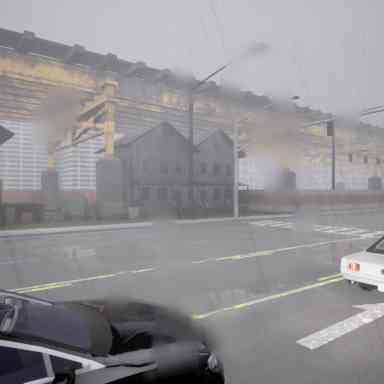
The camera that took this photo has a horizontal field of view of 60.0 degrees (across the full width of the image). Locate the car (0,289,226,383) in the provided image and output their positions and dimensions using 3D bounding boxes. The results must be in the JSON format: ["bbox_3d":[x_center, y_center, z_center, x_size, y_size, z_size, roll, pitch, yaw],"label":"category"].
[{"bbox_3d":[-1.918,1.492,2.378,4.902,1.511,2.128,0,0,-35],"label":"car"}]

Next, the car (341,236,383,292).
[{"bbox_3d":[5.602,1.601,7.759,4.718,1.301,1.895,0,0,-35],"label":"car"}]
